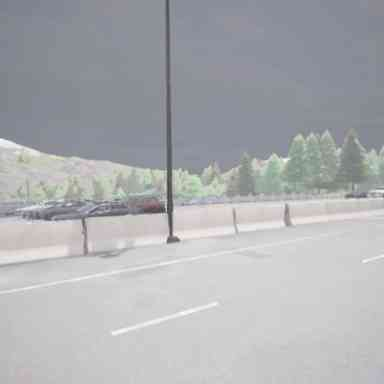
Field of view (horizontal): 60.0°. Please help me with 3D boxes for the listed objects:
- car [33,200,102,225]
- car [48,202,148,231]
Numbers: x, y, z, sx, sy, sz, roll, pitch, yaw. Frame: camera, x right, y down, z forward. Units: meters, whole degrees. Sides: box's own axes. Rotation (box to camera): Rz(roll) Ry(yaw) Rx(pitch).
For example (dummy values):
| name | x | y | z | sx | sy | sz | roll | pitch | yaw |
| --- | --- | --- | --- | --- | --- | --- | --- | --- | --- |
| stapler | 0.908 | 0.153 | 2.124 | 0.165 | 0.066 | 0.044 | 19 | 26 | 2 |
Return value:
| name | x | y | z | sx | sy | sz | roll | pitch | yaw |
| --- | --- | --- | --- | --- | --- | --- | --- | --- | --- |
| car | -8.743 | 1.340 | 23.459 | 4.181 | 1.385 | 1.994 | -2 | 1 | -35 |
| car | -4.876 | 1.279 | 17.622 | 4.902 | 1.511 | 2.128 | -2 | 1 | -35 |
